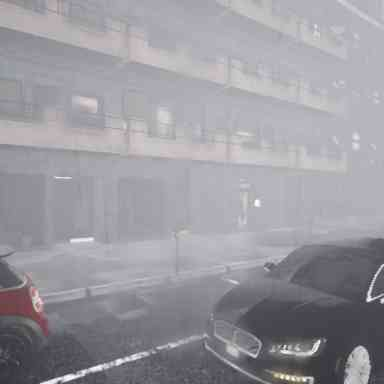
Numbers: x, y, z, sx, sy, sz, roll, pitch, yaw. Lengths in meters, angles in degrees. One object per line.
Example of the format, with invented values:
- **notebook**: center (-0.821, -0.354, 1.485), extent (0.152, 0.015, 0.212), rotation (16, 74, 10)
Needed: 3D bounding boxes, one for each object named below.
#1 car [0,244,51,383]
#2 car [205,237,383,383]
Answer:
- **car**: center (-3.926, 1.436, 3.750), extent (4.097, 1.590, 1.967), rotation (0, 0, -35)
- **car**: center (2.427, 1.523, 5.106), extent (4.892, 1.490, 1.837), rotation (0, 0, -35)
